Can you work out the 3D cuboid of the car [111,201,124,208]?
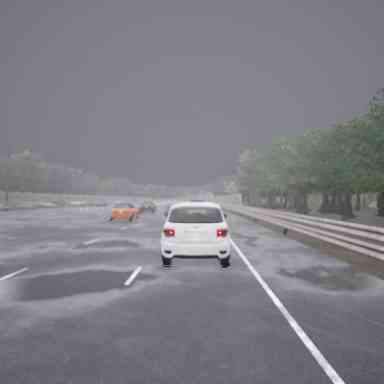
[{"bbox_3d":[-17.056,2.875,76.252,1.812,1.442,4.674,0,-1,-1],"label":"car"}]

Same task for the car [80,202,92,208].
[{"bbox_3d":[-24.055,2.893,76.150,1.895,1.301,4.718,0,-1,-1],"label":"car"}]

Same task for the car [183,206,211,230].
[{"bbox_3d":[0.380,1.885,25.266,1.882,1.535,5.008,0,-1,1],"label":"car"}]

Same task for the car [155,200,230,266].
[{"bbox_3d":[0.152,1.390,12.294,2.150,2.045,5.566,0,-1,1],"label":"car"}]

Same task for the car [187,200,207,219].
[{"bbox_3d":[0.550,1.920,39.010,2.150,2.045,5.566,0,-1,0],"label":"car"}]

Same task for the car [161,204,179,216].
[{"bbox_3d":[-2.819,2.345,44.620,2.033,1.411,5.357,0,-1,0],"label":"car"}]

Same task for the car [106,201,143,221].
[{"bbox_3d":[-6.424,1.859,32.247,2.097,1.767,4.553,0,-1,1],"label":"car"}]

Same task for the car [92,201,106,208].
[{"bbox_3d":[-20.555,2.864,76.217,2.033,1.411,5.357,0,-1,-1],"label":"car"}]

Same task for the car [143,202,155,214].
[{"bbox_3d":[-6.306,2.206,48.331,2.097,1.767,4.553,0,-1,0],"label":"car"}]
